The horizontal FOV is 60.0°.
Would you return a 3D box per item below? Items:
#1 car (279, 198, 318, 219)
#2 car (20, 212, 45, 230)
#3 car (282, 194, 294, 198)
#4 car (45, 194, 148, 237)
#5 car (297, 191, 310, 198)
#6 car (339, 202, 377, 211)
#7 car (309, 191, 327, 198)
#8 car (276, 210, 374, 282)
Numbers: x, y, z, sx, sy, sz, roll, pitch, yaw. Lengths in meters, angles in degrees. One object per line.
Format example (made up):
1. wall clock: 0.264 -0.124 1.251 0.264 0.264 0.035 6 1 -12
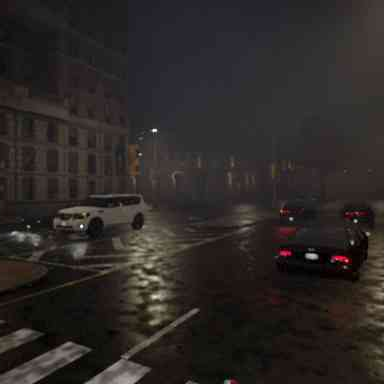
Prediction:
1. car: 7.239 1.371 22.418 1.837 1.490 4.892 0 0 29
2. car: -7.441 1.445 20.107 2.033 1.411 5.357 0 0 29
3. car: 23.745 1.109 82.333 1.895 1.301 4.718 0 0 29
4. car: -4.642 1.127 17.939 2.150 2.045 5.566 0 0 29
5. car: 27.574 0.734 82.521 2.150 2.045 5.566 0 0 29
6. car: 10.369 1.376 20.837 1.837 1.490 4.892 0 0 29
7. car: 30.648 1.054 80.847 2.033 1.411 5.357 0 0 29
8. car: 3.990 1.488 9.674 2.033 1.411 5.357 0 0 31
